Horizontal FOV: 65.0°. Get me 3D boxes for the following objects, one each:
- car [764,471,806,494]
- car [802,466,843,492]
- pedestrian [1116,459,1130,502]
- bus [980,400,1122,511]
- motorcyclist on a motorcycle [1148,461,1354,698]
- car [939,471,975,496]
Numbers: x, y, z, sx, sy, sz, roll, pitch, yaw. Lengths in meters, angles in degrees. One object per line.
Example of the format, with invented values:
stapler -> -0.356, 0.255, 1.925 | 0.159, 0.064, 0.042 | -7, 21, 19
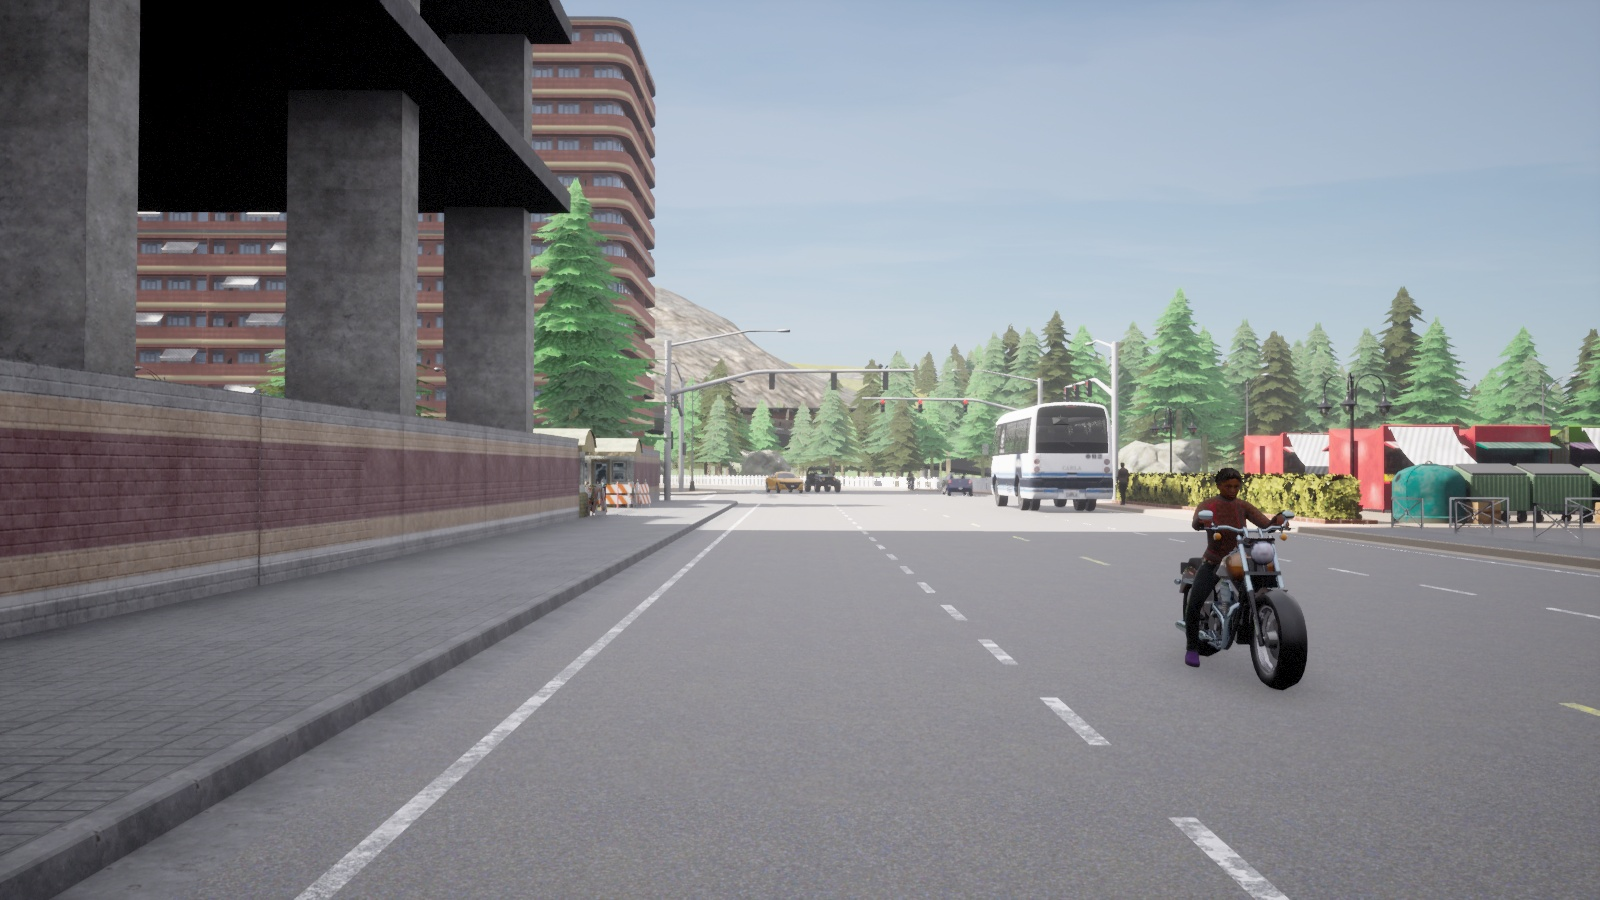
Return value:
car -> -1.119, 2.303, 89.900 | 1.882, 1.535, 5.008 | 0, -1, -15
car -> 1.646, 2.164, 93.155 | 1.905, 1.878, 3.866 | 0, -1, -18
pedestrian -> 13.791, 1.311, 53.592 | 0.328, 1.805, 0.869 | 0, -1, -4
bus -> 10.362, 0.289, 53.273 | 3.944, 4.253, 10.273 | 0, -1, 0
motorcyclist on a motorcycle -> 3.475, 0.918, 9.942 | 0.766, 1.649, 2.350 | 0, -1, 0
car -> 10.269, 2.179, 82.341 | 1.845, 1.501, 3.633 | 0, 0, -1
